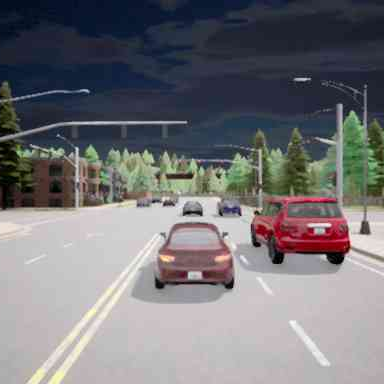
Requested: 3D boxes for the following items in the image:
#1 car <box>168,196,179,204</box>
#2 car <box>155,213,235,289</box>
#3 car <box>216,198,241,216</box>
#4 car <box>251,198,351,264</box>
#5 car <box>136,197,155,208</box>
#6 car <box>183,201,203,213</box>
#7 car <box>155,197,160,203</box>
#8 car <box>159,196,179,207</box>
[{"bbox_3d":[-3.553,1.587,65.192,1.837,1.490,4.892,0,0,0],"label":"car"},{"bbox_3d":[0.059,1.537,9.077,1.812,1.442,4.674,0,0,0],"label":"car"},{"bbox_3d":[3.577,1.394,32.908,2.097,1.767,4.553,0,0,0],"label":"car"},{"bbox_3d":[3.571,1.229,11.962,2.150,2.045,5.566,0,-1,0],"label":"car"},{"bbox_3d":[-7.100,1.567,49.271,1.837,1.490,4.892,0,0,0],"label":"car"},{"bbox_3d":[0.078,1.607,33.852,1.994,1.385,4.181,0,0,0],"label":"car"},{"bbox_3d":[-7.031,1.634,67.763,2.033,1.411,5.357,0,0,0],"label":"car"},{"bbox_3d":[-3.582,1.667,52.549,1.895,1.301,4.718,0,0,0],"label":"car"}]
